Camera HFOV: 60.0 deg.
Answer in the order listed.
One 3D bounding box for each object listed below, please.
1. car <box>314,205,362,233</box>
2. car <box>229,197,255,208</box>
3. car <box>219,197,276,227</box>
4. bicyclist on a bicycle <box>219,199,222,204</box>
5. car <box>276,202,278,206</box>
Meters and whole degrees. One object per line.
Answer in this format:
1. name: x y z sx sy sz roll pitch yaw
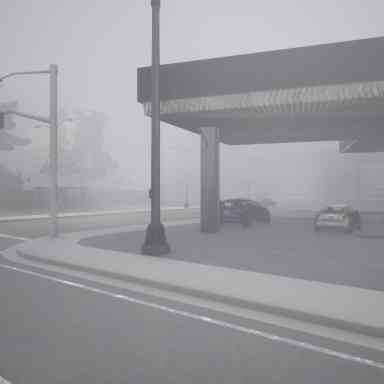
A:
1. car: 8.504 1.456 19.228 1.970 1.475 3.806 0 0 37
2. car: 7.530 1.505 49.816 1.837 1.490 4.892 0 0 36
3. car: 3.430 1.295 22.027 2.242 1.667 4.611 0 0 37
4. bicyclist on a bicycle: 2.550 1.387 29.682 0.582 1.620 1.656 0 -9 -36
5. car: 10.517 1.547 47.966 2.033 1.411 5.357 0 0 37
